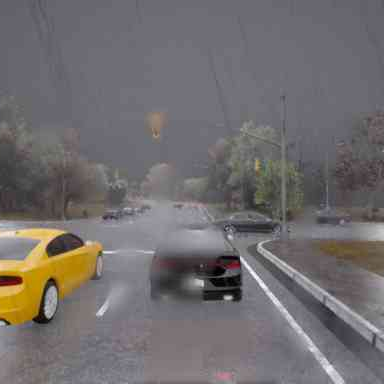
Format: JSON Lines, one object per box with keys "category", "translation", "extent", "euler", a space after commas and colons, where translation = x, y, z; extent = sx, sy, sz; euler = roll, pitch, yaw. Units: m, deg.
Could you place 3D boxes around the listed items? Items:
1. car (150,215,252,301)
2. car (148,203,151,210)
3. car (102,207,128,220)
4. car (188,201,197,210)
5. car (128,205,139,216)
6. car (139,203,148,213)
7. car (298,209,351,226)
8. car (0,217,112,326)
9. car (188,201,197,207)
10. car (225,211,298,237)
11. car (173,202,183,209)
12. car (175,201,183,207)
{"category": "car", "translation": [0.102, 1.565, 8.544], "extent": [1.882, 1.535, 5.008], "euler": [0, -1, 0]}
{"category": "car", "translation": [-10.338, 3.226, 75.322], "extent": [2.033, 1.411, 5.357], "euler": [0, 0, 0]}
{"category": "car", "translation": [-10.515, 2.999, 44.766], "extent": [2.033, 1.411, 5.357], "euler": [0, -2, 1]}
{"category": "car", "translation": [0.166, 3.037, 76.175], "extent": [2.097, 1.767, 4.553], "euler": [0, 0, 0]}
{"category": "car", "translation": [-10.466, 3.208, 54.637], "extent": [1.812, 1.442, 4.674], "euler": [0, -1, 0]}
{"category": "car", "translation": [-10.402, 3.242, 64.742], "extent": [2.128, 1.511, 4.902], "euler": [0, 0, 1]}
{"category": "car", "translation": [12.463, 2.436, 31.572], "extent": [4.892, 1.490, 1.837], "euler": [0, -2, 0]}
{"category": "car", "translation": [-3.405, 1.542, 7.302], "extent": [1.882, 1.535, 5.008], "euler": [0, -1, 0]}
{"category": "car", "translation": [0.084, 3.156, 86.333], "extent": [2.033, 1.411, 5.357], "euler": [0, 0, -3]}
{"category": "car", "translation": [3.745, 1.977, 20.824], "extent": [4.892, 1.490, 1.837], "euler": [0, -2, 1]}
{"category": "car", "translation": [-3.335, 3.179, 76.688], "extent": [1.837, 1.490, 4.892], "euler": [0, 0, 0]}
{"category": "car", "translation": [-3.432, 3.161, 86.757], "extent": [1.994, 1.385, 4.181], "euler": [0, 0, -3]}
